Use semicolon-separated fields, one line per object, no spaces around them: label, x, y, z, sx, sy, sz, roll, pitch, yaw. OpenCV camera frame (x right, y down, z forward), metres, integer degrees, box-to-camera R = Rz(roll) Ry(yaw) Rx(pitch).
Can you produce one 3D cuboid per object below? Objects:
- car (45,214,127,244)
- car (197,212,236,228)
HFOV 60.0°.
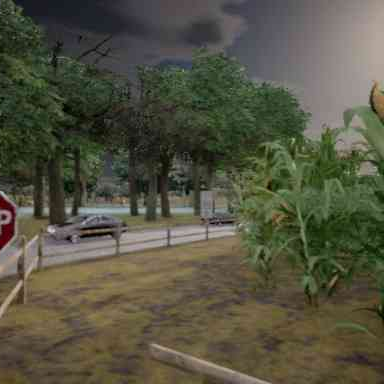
car;-6.045;2.055;19.495;2.128;1.511;4.902;0;-2;36
car;2.418;2.556;31.454;1.895;1.301;4.718;0;-1;35
